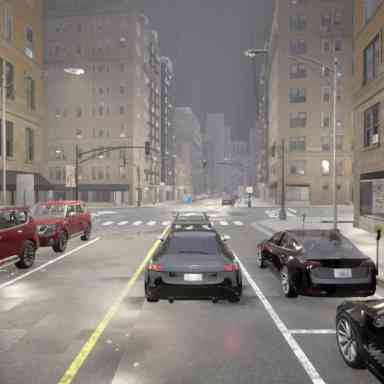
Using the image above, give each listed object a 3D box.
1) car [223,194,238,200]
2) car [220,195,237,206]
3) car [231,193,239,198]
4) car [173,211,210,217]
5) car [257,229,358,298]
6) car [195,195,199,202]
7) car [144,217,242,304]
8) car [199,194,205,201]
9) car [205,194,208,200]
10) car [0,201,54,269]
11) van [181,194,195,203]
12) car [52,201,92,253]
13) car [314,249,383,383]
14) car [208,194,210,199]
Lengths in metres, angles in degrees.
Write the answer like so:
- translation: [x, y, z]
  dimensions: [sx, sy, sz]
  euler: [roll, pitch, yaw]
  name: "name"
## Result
- translation: [7.344, 1.488, 63.547]
  dimensions: [1.947, 1.339, 4.313]
  euler: [0, 0, 9]
  name: "car"
- translation: [5.662, 1.514, 52.683]
  dimensions: [1.947, 1.339, 4.313]
  euler: [0, 0, 9]
  name: "car"
- translation: [10.706, 1.203, 85.275]
  dimensions: [2.192, 1.841, 5.009]
  euler: [0, 0, 9]
  name: "car"
- translation: [-0.024, 1.595, 17.040]
  dimensions: [1.895, 1.301, 4.718]
  euler: [0, 0, 0]
  name: "car"
- translation: [2.841, 1.564, 8.343]
  dimensions: [1.947, 1.339, 4.313]
  euler: [-1, 0, 0]
  name: "car"
- translation: [-0.241, 1.337, 70.283]
  dimensions: [1.967, 1.590, 4.097]
  euler: [0, 0, 9]
  name: "car"
- translation: [0.037, 1.562, 8.226]
  dimensions: [1.994, 1.385, 4.181]
  euler: [0, 0, 0]
  name: "car"
- translation: [1.415, 1.405, 80.979]
  dimensions: [1.752, 1.417, 4.829]
  euler: [0, 0, 9]
  name: "car"
- translation: [2.283, 1.456, 86.579]
  dimensions: [1.802, 1.307, 4.206]
  euler: [0, 0, 9]
  name: "car"
- translation: [-5.687, 1.313, 8.321]
  dimensions: [2.192, 1.841, 5.009]
  euler: [-1, 0, 0]
  name: "car"
- translation: [-1.082, 1.250, 64.851]
  dimensions: [1.690, 1.788, 3.998]
  euler: [0, 0, 9]
  name: "van"
- translation: [-5.696, 1.311, 13.829]
  dimensions: [2.192, 1.841, 5.009]
  euler: [-1, 0, 0]
  name: "car"
- translation: [2.850, 1.566, 2.836]
  dimensions: [1.947, 1.339, 4.313]
  euler: [-1, 0, 0]
  name: "car"
- translation: [3.122, 1.310, 92.012]
  dimensions: [1.967, 1.590, 4.097]
  euler: [0, 0, 9]
  name: "car"
